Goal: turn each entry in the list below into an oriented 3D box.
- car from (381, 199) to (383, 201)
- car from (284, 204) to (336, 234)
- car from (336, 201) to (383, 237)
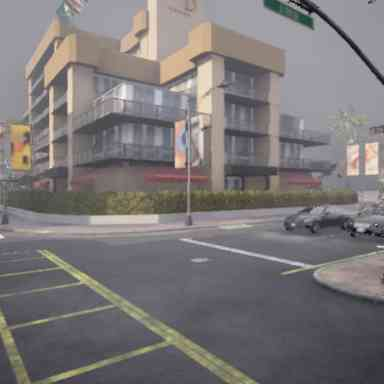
[{"bbox_3d":[14.579,1.231,24.152,4.553,1.767,2.097,0,0,-35],"label":"car"},{"bbox_3d":[7.248,1.447,18.906,4.674,1.442,1.812,0,0,-35],"label":"car"},{"bbox_3d":[9.534,1.412,16.242,4.902,1.511,2.128,0,0,-35],"label":"car"}]
